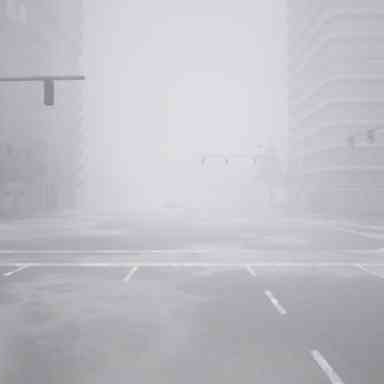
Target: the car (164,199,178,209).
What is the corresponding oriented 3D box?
[{"bbox_3d":[-3.500,2.046,56.245,1.837,1.490,4.892,0,-1,0],"label":"car"}]
